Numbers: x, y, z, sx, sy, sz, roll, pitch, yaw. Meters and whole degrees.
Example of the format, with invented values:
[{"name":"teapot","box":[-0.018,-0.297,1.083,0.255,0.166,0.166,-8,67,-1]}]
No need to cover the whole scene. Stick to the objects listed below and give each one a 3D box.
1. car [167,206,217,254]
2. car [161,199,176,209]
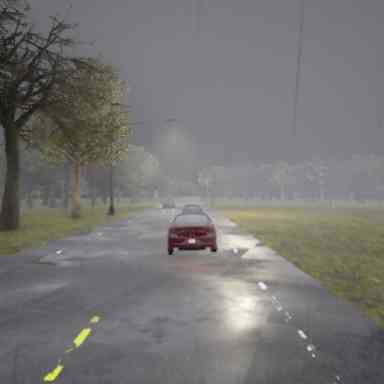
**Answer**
[{"name":"car","box":[0.017,1.594,14.197,1.882,1.535,5.008,-1,0,1]},{"name":"car","box":[-3.513,1.816,50.194,1.837,1.490,4.892,0,0,0]}]
